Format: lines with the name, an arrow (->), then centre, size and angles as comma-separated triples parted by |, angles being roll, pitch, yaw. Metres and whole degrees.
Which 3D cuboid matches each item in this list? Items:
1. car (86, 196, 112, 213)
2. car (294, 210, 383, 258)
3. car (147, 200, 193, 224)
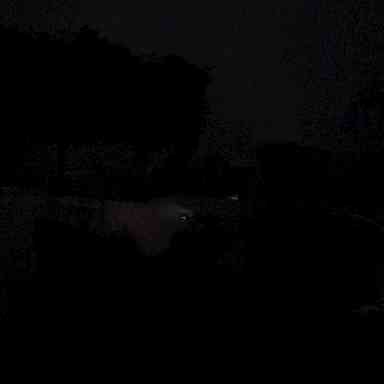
car -> -8.404, 1.120, 30.682 | 2.033, 1.411, 5.357 | 1, 0, -36
car -> 5.849, 1.429, 11.222 | 2.128, 1.511, 4.902 | 1, 1, -36
car -> -1.832, 1.245, 21.702 | 1.812, 1.442, 4.674 | 1, 0, -36
